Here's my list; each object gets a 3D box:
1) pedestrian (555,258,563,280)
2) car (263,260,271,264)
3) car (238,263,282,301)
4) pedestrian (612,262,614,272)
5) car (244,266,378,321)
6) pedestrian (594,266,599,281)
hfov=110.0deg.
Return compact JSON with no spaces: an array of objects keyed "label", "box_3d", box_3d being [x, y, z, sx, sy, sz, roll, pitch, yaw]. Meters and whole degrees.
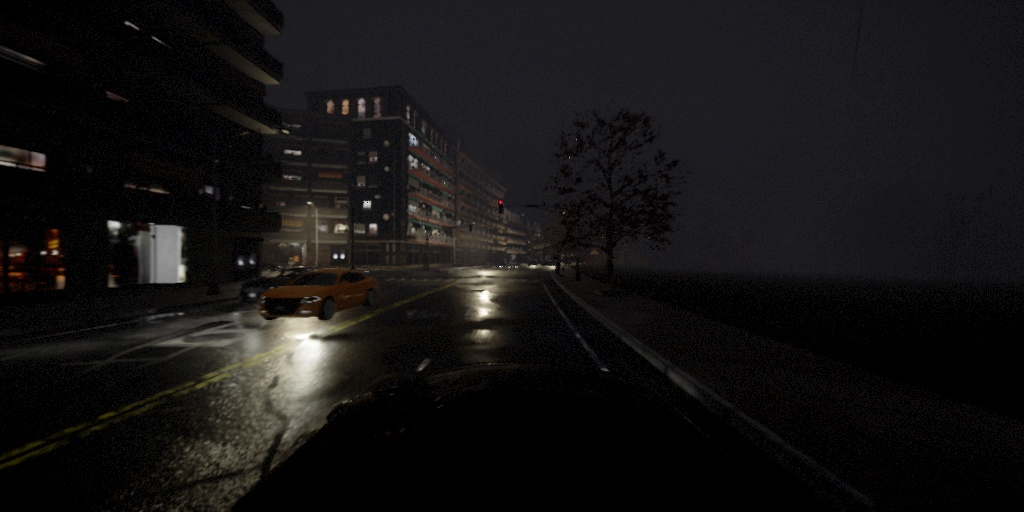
[{"label":"pedestrian","box_3d":[3.603,0.938,28.417,0.375,1.860,0.375,0,0,3]},{"label":"car","box_3d":[-23.807,0.825,33.089,4.403,1.370,2.007,0,0,-16]},{"label":"car","box_3d":[-9.592,1.214,15.825,2.128,1.511,4.902,0,0,2]},{"label":"pedestrian","box_3d":[7.533,0.995,27.582,0.375,1.860,0.375,0,0,3]},{"label":"car","box_3d":[-6.447,1.207,12.566,1.882,1.535,5.008,0,0,2]},{"label":"pedestrian","box_3d":[6.418,0.945,27.047,0.375,1.860,0.375,0,0,3]}]
